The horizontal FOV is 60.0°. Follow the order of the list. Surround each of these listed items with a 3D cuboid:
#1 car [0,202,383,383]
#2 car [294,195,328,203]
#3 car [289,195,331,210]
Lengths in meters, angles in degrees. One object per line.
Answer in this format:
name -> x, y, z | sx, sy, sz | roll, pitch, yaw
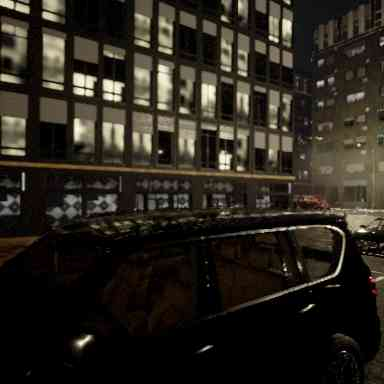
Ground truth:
car -> -0.497, 1.219, 3.014 | 5.566, 2.045, 2.150 | 0, 0, -35
car -> 11.973, 1.259, 35.252 | 2.192, 1.841, 5.009 | 0, 0, -34
car -> 15.755, 1.354, 44.575 | 2.192, 1.841, 5.009 | 0, 0, -34
